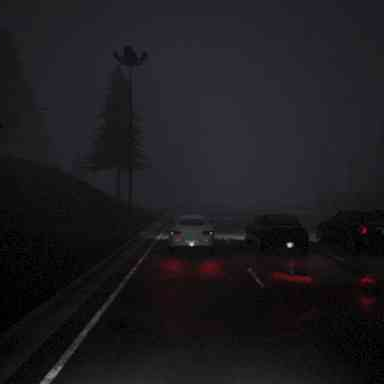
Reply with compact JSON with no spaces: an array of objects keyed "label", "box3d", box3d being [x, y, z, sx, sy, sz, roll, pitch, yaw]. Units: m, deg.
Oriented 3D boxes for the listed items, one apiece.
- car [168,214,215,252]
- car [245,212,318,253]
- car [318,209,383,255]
[{"label":"car","box3d":[-0.003,1.659,14.350,1.812,1.442,4.674,0,0,0]},{"label":"car","box3d":[3.496,1.641,14.298,1.837,1.490,4.892,0,0,0]},{"label":"car","box3d":[6.995,1.481,14.068,2.097,1.767,4.553,0,-1,0]}]
